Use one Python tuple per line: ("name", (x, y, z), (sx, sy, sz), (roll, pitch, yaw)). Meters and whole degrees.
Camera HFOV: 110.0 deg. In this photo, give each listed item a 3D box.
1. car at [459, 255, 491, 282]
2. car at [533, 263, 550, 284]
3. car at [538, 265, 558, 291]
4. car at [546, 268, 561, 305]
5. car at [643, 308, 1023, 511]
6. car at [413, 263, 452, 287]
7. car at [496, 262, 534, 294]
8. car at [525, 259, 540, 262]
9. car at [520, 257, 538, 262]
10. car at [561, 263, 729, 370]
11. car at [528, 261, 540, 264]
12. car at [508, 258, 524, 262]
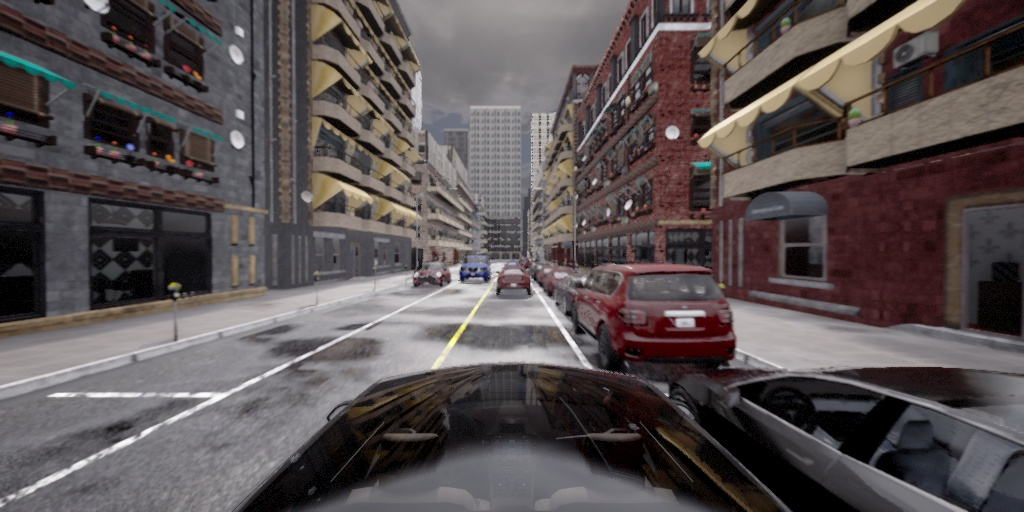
("car", (-2.846, 0.966, 28.789), (2.150, 2.045, 5.566), (0, 0, 0))
("car", (2.565, 1.328, 24.320), (1.802, 1.307, 4.207), (0, 0, 0))
("car", (2.565, 1.329, 18.771), (1.802, 1.307, 4.207), (0, 0, 0))
("car", (2.565, 1.299, 13.222), (2.007, 1.370, 4.403), (0, 0, 0))
("car", (2.564, 1.316, 2.124), (1.948, 1.339, 4.313), (0, 0, 0))
("car", (-5.315, 1.186, 24.299), (1.967, 1.591, 4.097), (0, 0, 0))
("car", (0.090, 1.272, 20.160), (1.812, 1.442, 4.674), (0, 0, 0))
("car", (2.566, 1.293, 35.418), (2.007, 1.370, 4.403), (0, 0, 0))
("car", (2.567, 1.054, 46.516), (2.192, 1.841, 5.009), (0, 0, 0))
("car", (2.565, 1.064, 7.673), (2.192, 1.841, 5.009), (0, 0, 0))
("car", (2.566, 1.310, 29.869), (1.948, 1.339, 4.313), (0, 0, 0))
("car", (0.098, 1.267, 39.529), (1.812, 1.442, 4.674), (0, 0, 0))
